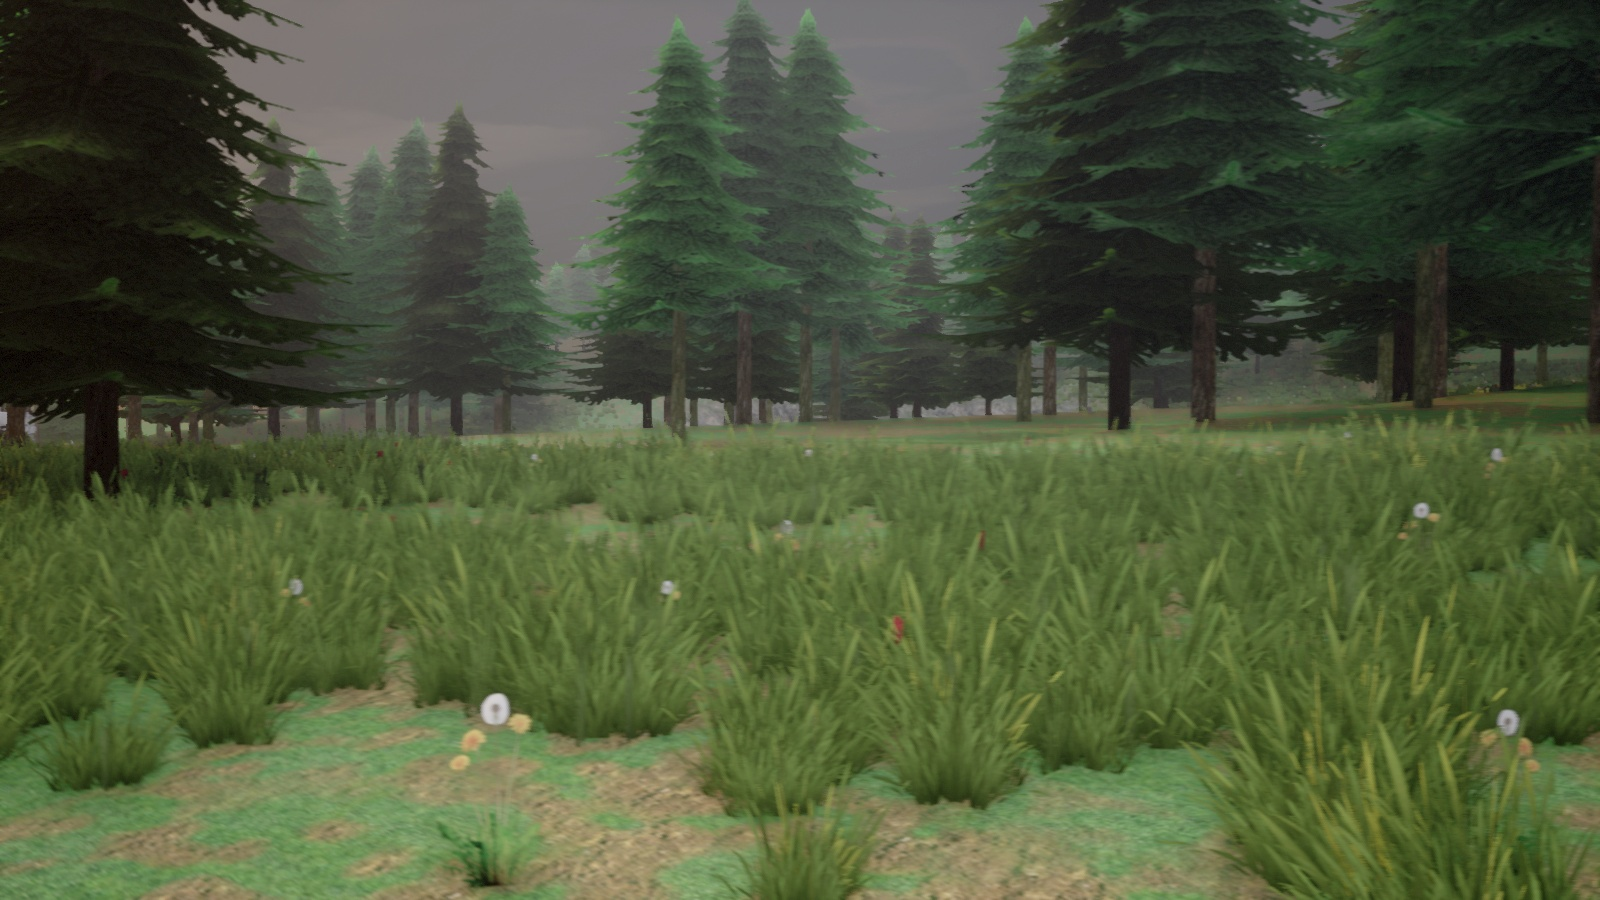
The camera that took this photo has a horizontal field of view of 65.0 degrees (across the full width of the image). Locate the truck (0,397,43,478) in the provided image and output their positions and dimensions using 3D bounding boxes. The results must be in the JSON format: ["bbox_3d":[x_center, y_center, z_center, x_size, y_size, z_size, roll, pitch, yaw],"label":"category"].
[{"bbox_3d":[-36.336,-0.492,52.067,2.891,3.462,7.936,0,1,33],"label":"truck"}]
